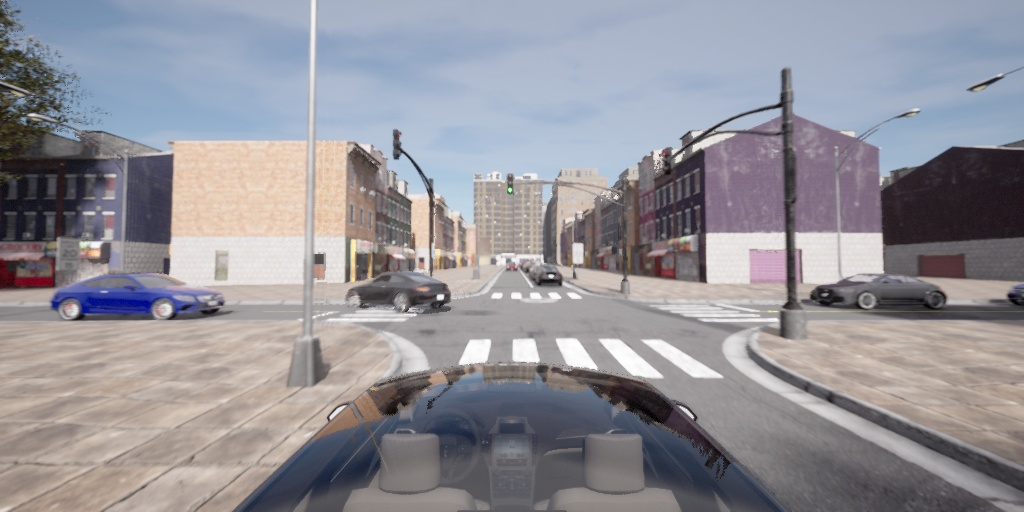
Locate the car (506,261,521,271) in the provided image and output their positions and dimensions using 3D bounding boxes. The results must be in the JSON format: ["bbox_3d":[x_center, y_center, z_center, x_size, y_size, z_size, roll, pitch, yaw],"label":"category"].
[{"bbox_3d":[0.007,1.738,56.722,1.895,1.301,4.718,0,-1,0],"label":"car"}]

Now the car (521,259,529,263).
[{"bbox_3d":[2.646,1.629,53.739,1.751,1.417,4.829,0,0,0],"label":"car"}]

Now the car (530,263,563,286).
[{"bbox_3d":[2.643,1.431,26.386,1.948,1.339,4.313,0,0,0],"label":"car"}]

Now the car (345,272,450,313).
[{"bbox_3d":[-4.455,1.330,13.958,4.674,1.442,1.812,-1,-3,34],"label":"car"}]

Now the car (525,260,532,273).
[{"bbox_3d":[2.644,1.472,37.428,1.751,1.417,4.829,0,0,0],"label":"car"}]

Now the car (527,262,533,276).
[{"bbox_3d":[2.643,1.469,31.822,1.948,1.339,4.313,0,0,0],"label":"car"}]

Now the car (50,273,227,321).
[{"bbox_3d":[-12.050,1.286,11.695,4.674,1.442,1.812,0,-2,0],"label":"car"}]

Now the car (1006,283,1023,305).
[{"bbox_3d":[23.066,1.332,14.416,4.674,1.442,1.812,0,-2,0],"label":"car"}]

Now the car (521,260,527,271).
[{"bbox_3d":[2.645,1.613,48.133,1.948,1.339,4.313,0,0,0],"label":"car"}]

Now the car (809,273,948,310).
[{"bbox_3d":[14.612,1.375,14.472,4.181,1.385,1.994,0,-2,0],"label":"car"}]
